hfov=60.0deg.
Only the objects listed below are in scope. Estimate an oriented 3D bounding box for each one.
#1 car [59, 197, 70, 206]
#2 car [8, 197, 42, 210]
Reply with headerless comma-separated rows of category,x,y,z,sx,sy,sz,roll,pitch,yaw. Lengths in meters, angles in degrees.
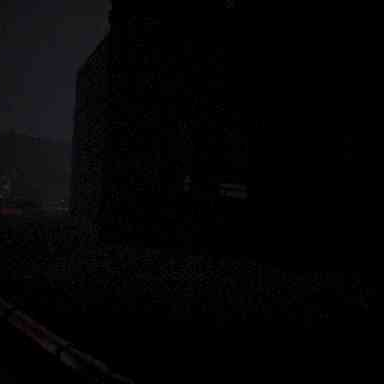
car,-18.626,1.520,51.764,2.128,1.511,4.902,5,0,11
car,-19.811,1.305,39.678,1.882,1.535,5.008,4,-1,2
